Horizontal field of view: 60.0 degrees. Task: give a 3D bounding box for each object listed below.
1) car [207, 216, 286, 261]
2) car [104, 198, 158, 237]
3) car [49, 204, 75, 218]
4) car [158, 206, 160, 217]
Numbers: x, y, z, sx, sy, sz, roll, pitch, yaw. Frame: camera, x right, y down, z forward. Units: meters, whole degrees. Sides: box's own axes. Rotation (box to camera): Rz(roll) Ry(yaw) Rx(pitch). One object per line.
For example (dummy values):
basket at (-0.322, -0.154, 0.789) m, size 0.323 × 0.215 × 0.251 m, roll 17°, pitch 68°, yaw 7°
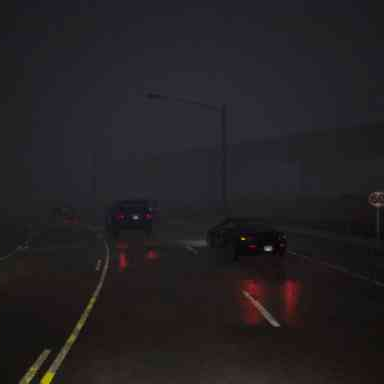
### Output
car at (1.934, 1.638, 12.770) m, size 1.812 × 1.442 × 4.674 m, roll -1°, pitch -1°, yaw -12°
car at (-3.986, 1.495, 20.346) m, size 2.150 × 2.045 × 5.566 m, roll 0°, pitch -1°, yaw -21°
car at (-15.017, 2.130, 38.346) m, size 2.128 × 1.511 × 4.902 m, roll -1°, pitch 0°, yaw -38°
car at (-4.823, 1.594, 30.121) m, size 2.150 × 2.045 × 5.566 m, roll -1°, pitch -1°, yaw -30°
